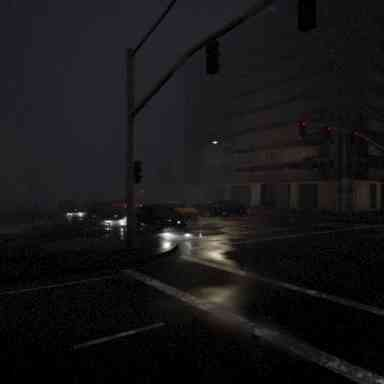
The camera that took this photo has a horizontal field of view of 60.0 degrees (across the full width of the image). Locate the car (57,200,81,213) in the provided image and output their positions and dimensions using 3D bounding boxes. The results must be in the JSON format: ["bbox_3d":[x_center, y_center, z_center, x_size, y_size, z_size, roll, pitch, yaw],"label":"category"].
[{"bbox_3d":[-14.258,1.603,38.745,2.033,1.411,5.357,0,0,-35],"label":"car"}]

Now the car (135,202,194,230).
[{"bbox_3d":[-2.190,1.560,21.743,1.837,1.490,4.892,0,0,-36],"label":"car"}]

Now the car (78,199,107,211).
[{"bbox_3d":[-12.875,1.603,42.845,2.033,1.411,5.357,0,0,-35],"label":"car"}]

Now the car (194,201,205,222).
[{"bbox_3d":[-1.419,1.533,26.702,1.882,1.535,5.008,0,0,-35],"label":"car"}]

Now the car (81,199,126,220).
[{"bbox_3d":[-7.831,1.603,29.682,2.033,1.411,5.357,0,0,-35],"label":"car"}]

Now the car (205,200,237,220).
[{"bbox_3d":[1.245,1.547,29.342,2.128,1.511,4.902,0,0,-35],"label":"car"}]

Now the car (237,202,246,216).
[{"bbox_3d":[3.108,1.533,32.762,1.882,1.535,5.008,0,0,-35],"label":"car"}]

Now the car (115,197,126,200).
[{"bbox_3d":[-6.792,1.407,34.265,2.097,1.767,4.553,0,0,-35],"label":"car"}]
